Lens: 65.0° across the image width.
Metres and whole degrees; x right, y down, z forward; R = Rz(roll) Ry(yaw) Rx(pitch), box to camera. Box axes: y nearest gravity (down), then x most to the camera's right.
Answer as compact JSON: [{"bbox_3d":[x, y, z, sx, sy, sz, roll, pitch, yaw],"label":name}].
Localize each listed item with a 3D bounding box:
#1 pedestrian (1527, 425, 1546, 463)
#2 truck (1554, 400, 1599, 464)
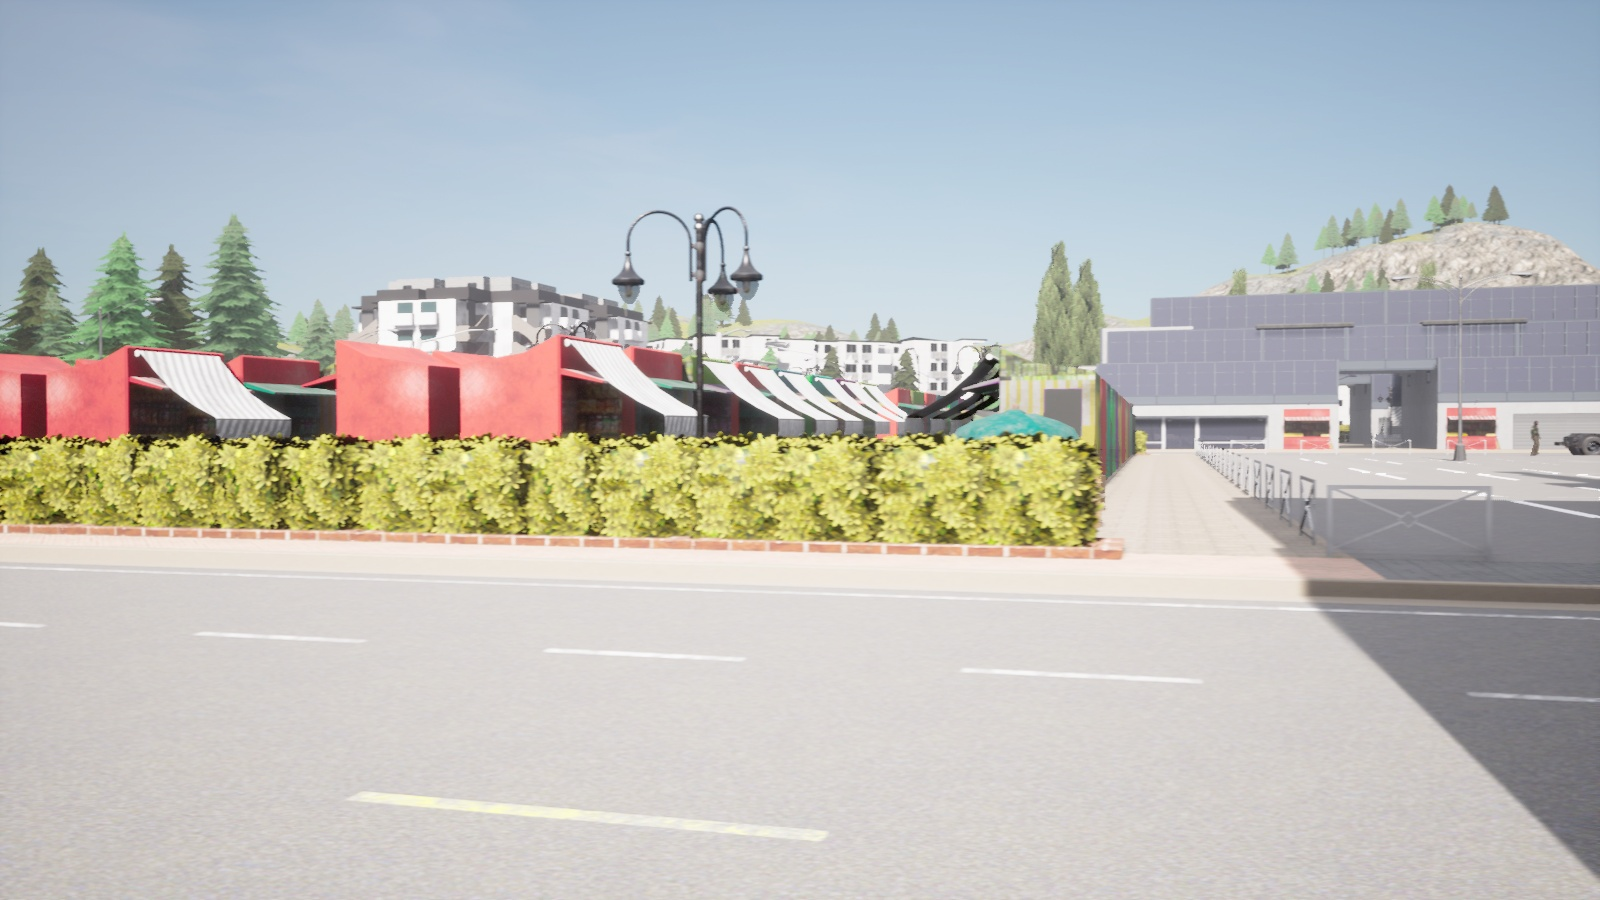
[{"bbox_3d":[38.111,-0.325,64.994,0.395,1.930,0.692,0,1,-30],"label":"pedestrian"},{"bbox_3d":[46.206,-0.992,68.784,7.936,3.462,2.891,1,1,18],"label":"truck"}]
